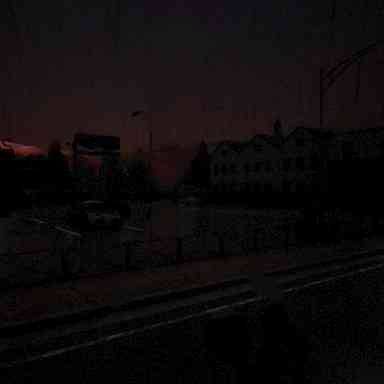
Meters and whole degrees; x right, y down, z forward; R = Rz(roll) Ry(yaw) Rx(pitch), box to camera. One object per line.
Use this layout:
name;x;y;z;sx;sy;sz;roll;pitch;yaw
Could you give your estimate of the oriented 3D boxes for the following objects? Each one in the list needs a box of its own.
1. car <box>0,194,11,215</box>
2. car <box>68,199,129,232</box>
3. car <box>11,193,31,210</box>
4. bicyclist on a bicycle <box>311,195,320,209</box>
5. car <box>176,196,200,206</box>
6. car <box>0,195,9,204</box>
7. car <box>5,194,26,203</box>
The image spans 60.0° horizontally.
car;-17.864;1.113;29.885;1.932;1.855;4.605;0;0;-36
car;-5.261;1.248;17.929;1.970;1.475;3.806;0;0;-36
car;-19.776;1.092;38.195;1.905;1.878;3.866;0;0;-36
bicyclist on a bicycle;13.719;1.124;36.870;1.656;1.620;0.582;0;0;-35
car;-0.586;1.349;50.252;1.812;1.442;4.674;0;0;-35
car;-39.139;1.495;66.149;4.611;1.667;2.242;0;0;-36
car;-38.912;1.328;73.278;3.866;1.878;1.905;0;0;-36
